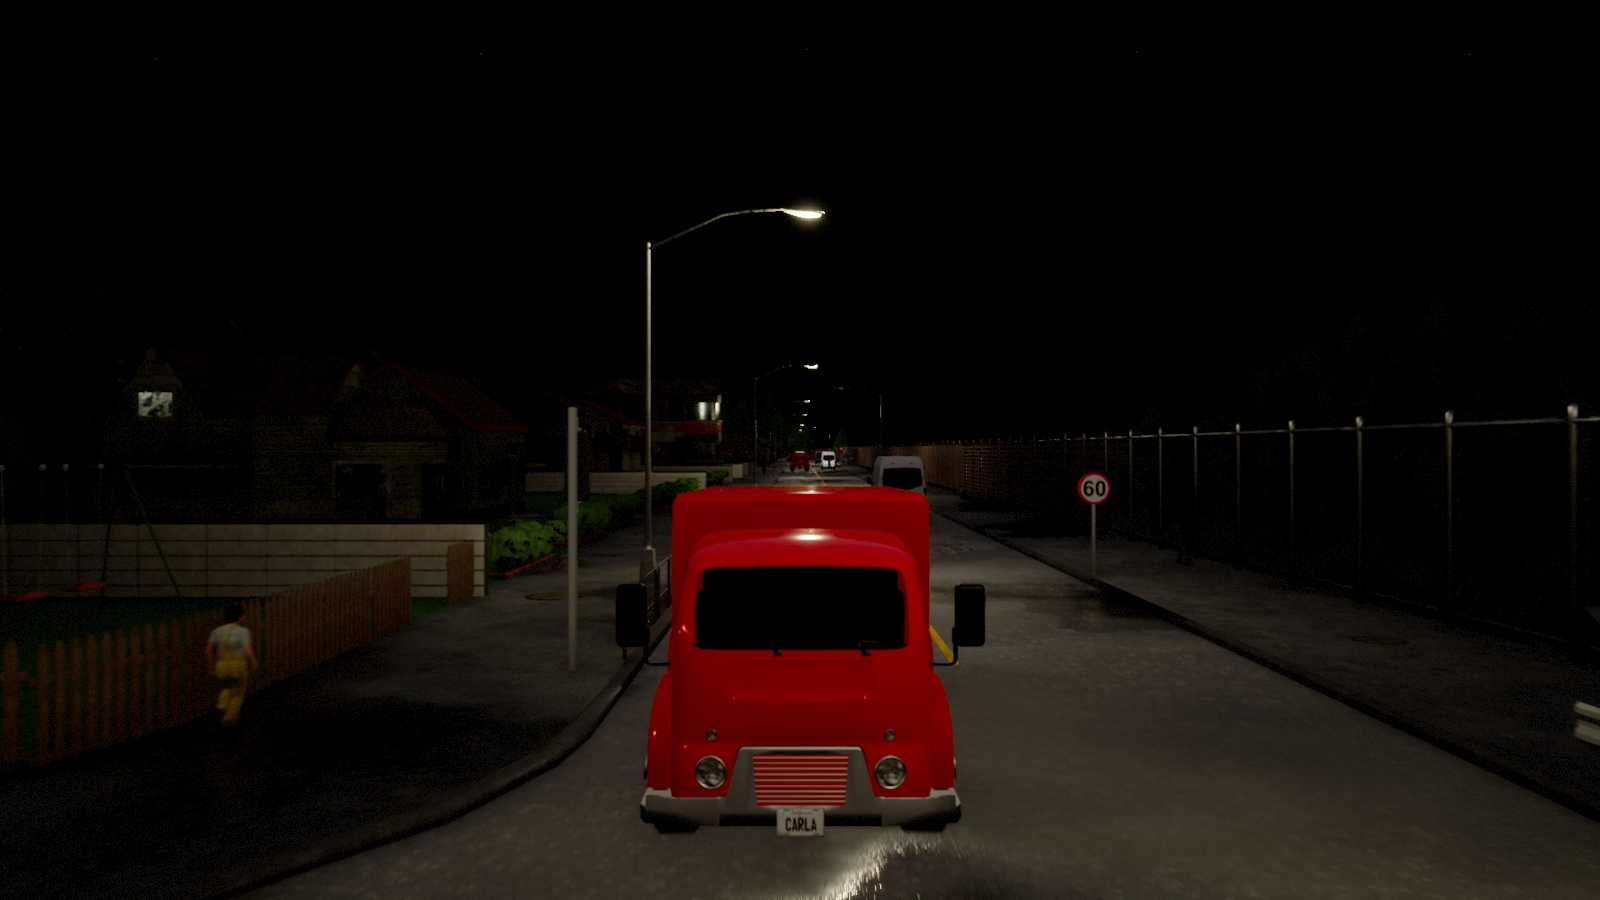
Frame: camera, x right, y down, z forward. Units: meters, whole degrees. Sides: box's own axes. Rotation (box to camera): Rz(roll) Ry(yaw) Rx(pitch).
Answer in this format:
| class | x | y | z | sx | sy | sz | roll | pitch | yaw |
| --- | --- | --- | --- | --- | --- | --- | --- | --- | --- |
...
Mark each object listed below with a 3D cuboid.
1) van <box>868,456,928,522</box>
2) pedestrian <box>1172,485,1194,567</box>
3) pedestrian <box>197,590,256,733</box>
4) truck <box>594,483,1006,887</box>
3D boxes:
| class | x | y | z | sx | sy | sz | roll | pitch | yaw |
| --- | --- | --- | --- | --- | --- | --- | --- | --- | --- |
| van | 4.000 | 1.529 | 47.665 | 1.988 | 2.561 | 5.915 | 0 | 0 | 0 |
| pedestrian | 8.848 | 1.741 | 26.383 | 0.375 | 1.860 | 0.375 | 0 | 0 | -4 |
| pedestrian | -5.515 | 2.024 | 10.991 | 0.375 | 1.300 | 0.375 | 0 | 0 | 1 |
| truck | 0.001 | 1.573 | 9.901 | 2.627 | 2.467 | 5.204 | 0 | 0 | 0 |
